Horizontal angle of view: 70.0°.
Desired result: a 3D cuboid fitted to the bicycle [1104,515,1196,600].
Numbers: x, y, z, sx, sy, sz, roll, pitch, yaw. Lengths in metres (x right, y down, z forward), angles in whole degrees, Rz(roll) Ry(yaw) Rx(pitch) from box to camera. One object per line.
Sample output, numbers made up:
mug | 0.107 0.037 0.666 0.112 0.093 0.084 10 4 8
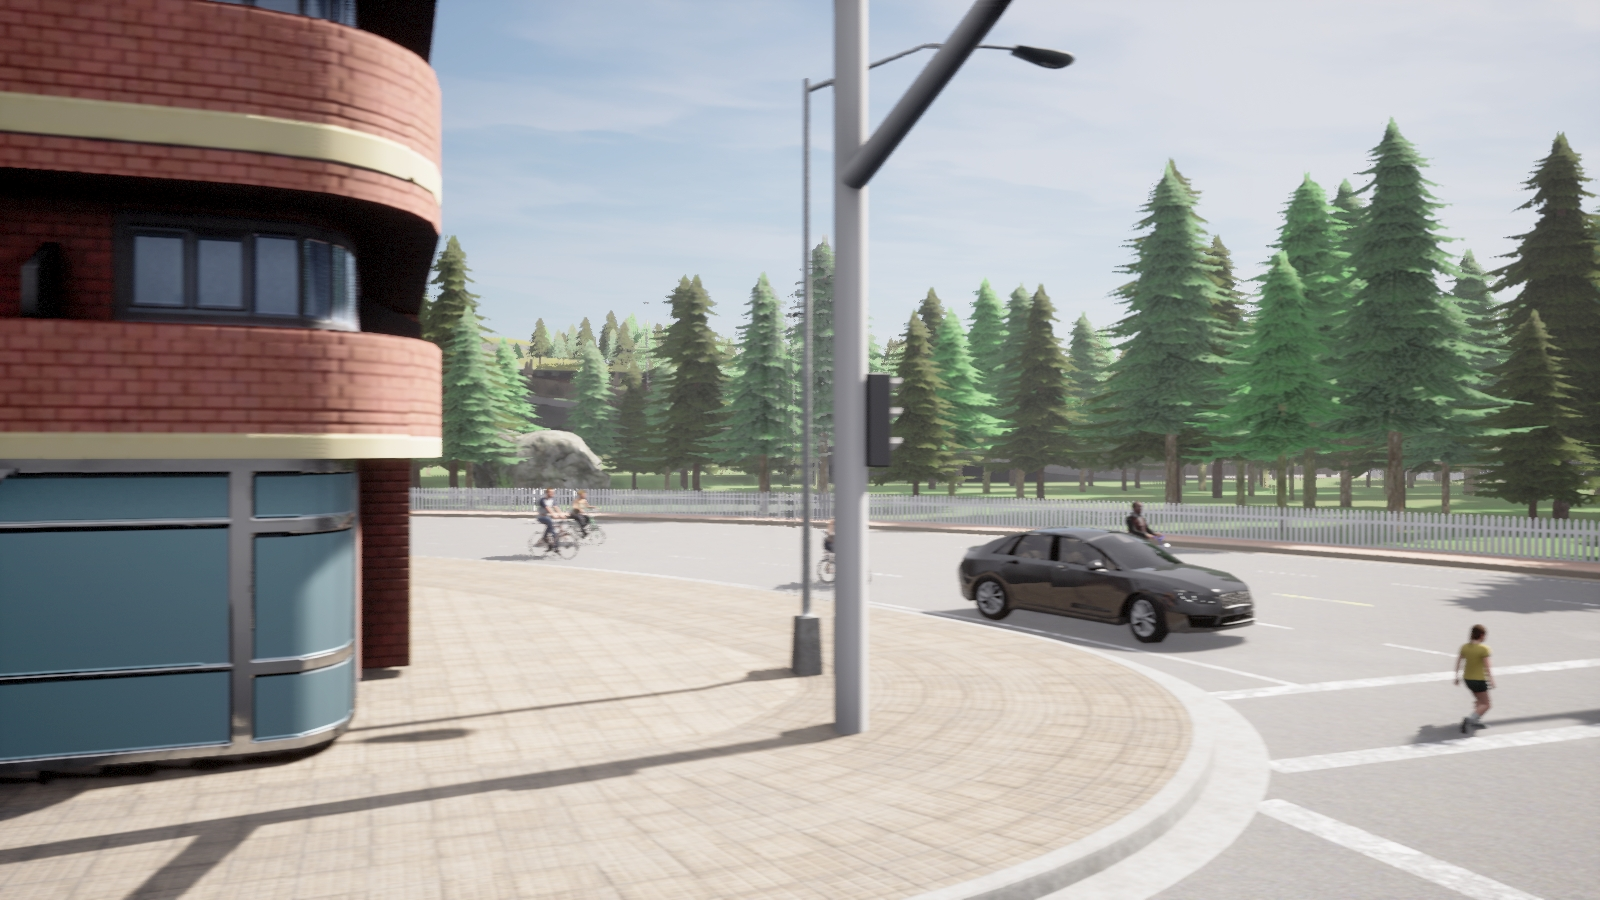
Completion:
bicycle | 6.614 2.005 21.670 0.329 1.471 1.835 0 0 -36

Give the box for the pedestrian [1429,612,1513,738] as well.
pedestrian | 6.537 2.173 11.139 0.500 1.100 0.500 0 0 -21

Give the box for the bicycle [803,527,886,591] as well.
bicycle | 0.883 2.178 23.059 0.859 1.126 1.487 -1 1 -43

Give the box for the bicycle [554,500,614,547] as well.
bicycle | -6.225 2.102 32.931 1.487 1.276 0.859 0 0 29

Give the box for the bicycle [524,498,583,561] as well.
bicycle | -6.243 2.001 28.902 1.643 1.496 0.373 0 1 31

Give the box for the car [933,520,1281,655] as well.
car | 4.638 2.006 17.935 2.231 1.480 4.892 0 0 -39
